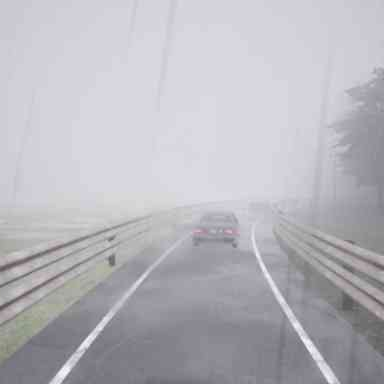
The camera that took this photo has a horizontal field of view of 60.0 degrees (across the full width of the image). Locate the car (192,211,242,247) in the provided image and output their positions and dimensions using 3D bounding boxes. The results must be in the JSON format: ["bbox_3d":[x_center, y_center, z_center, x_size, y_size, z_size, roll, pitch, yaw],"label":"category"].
[{"bbox_3d":[1.220,1.565,15.178,2.033,1.411,5.357,0,0,9],"label":"car"}]

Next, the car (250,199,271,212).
[{"bbox_3d":[8.335,1.572,40.282,1.882,1.535,5.008,0,0,22],"label":"car"}]
